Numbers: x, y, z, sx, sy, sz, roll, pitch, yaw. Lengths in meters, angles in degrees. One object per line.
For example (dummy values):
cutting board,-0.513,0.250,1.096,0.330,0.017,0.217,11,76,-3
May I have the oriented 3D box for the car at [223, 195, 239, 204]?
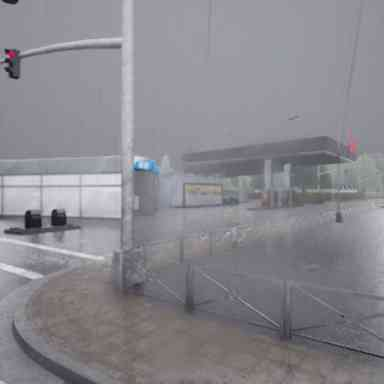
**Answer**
car,7.056,1.475,63.144,2.242,1.667,4.611,0,0,36
